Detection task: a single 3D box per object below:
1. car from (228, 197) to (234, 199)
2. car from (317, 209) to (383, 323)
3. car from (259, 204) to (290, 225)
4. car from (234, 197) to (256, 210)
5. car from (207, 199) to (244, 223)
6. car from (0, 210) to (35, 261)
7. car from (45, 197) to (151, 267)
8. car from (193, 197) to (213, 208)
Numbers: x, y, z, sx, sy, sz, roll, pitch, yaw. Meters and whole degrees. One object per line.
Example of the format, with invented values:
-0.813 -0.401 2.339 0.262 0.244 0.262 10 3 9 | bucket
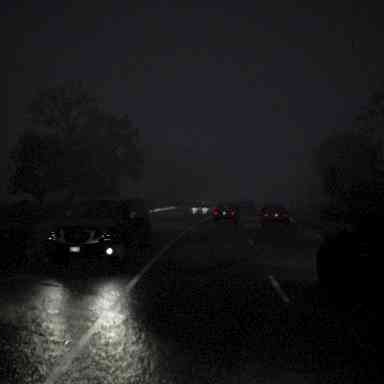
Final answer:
6.490 1.499 52.482 2.128 1.511 4.902 0 0 21 | car
3.811 1.229 5.205 2.150 2.045 5.566 0 0 3 | car
5.920 1.562 24.049 2.033 1.411 5.357 0 0 10 | car
6.947 1.579 42.542 1.994 1.385 4.181 0 0 17 | car
2.750 1.552 26.020 2.033 1.411 5.357 0 0 11 | car
-6.593 1.336 9.589 2.097 1.767 4.553 0 0 4 | car
-2.957 1.213 11.858 2.150 2.045 5.566 0 0 5 | car
1.709 1.468 49.603 1.882 1.535 5.008 0 0 20 | car
